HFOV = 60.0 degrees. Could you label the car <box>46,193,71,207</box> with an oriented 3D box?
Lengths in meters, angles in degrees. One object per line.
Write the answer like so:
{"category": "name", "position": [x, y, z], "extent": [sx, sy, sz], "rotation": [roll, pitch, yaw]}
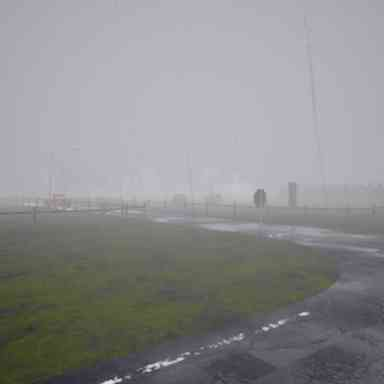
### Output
{"category": "car", "position": [-19.748, 1.174, 49.048], "extent": [2.150, 2.045, 5.566], "rotation": [2, -1, -40]}

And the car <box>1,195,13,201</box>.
{"category": "car", "position": [-45.090, 1.432, 80.651], "extent": [1.882, 1.535, 5.008], "rotation": [2, -1, -45]}
